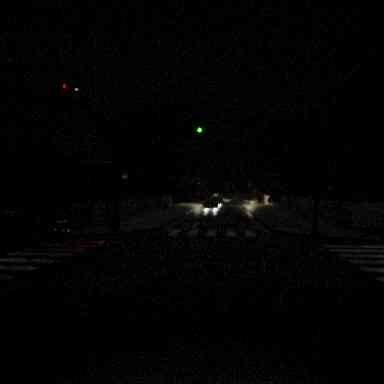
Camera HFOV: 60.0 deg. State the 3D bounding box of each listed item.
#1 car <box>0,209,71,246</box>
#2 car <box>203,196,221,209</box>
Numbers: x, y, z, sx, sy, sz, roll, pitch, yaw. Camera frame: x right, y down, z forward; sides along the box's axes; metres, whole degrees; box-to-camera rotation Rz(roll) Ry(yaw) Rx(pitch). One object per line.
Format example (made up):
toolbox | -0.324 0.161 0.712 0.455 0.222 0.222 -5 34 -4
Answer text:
car | -7.897 1.513 14.657 4.902 1.511 2.128 0 0 -3
car | 2.621 1.557 46.014 1.994 1.385 4.181 0 0 6
